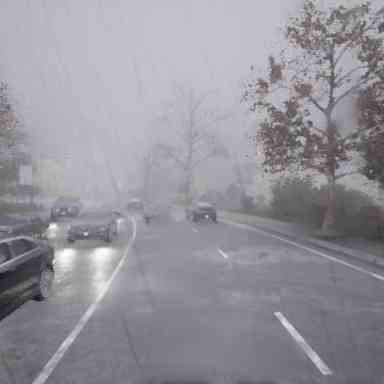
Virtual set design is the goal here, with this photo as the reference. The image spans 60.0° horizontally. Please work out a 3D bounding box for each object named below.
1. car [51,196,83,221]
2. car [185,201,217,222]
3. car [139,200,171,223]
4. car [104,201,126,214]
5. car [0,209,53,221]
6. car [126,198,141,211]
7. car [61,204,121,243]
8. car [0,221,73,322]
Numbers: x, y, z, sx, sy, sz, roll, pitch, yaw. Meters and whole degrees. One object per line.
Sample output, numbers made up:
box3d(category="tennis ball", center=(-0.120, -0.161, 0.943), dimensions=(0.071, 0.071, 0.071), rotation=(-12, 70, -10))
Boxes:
box3d(category="car", center=(-10.610, 1.326, 28.639), dimensions=(2.150, 2.045, 5.566), rotation=(0, 0, -13))
box3d(category="car", center=(0.637, 1.524, 26.651), dimensions=(1.837, 1.490, 4.892), rotation=(0, 0, -11))
box3d(category="car", center=(-2.886, 1.606, 26.414), dimensions=(1.994, 1.385, 4.181), rotation=(0, 0, -11))
box3d(category="car", center=(-7.549, 1.629, 30.970), dimensions=(2.033, 1.411, 5.357), rotation=(0, 0, -14))
box3d(category="car", center=(-8.165, 1.661, 15.195), dimensions=(1.895, 1.301, 4.718), rotation=(0, 0, -7))
box3d(category="car", center=(-7.681, 1.567, 43.570), dimensions=(1.882, 1.535, 5.008), rotation=(-1, 0, -19))
box3d(category="car", center=(-4.794, 1.549, 16.504), dimensions=(1.837, 1.490, 4.892), rotation=(0, 0, -7))
box3d(category="car", center=(-3.877, 1.513, 5.558), dimensions=(2.128, 1.511, 4.902), rotation=(0, 0, -3))
